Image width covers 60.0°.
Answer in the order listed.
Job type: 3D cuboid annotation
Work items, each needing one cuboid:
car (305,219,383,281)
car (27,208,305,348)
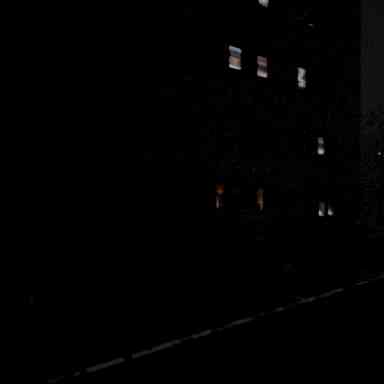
[{"bbox_3d":[4.178,1.509,9.690,4.313,1.339,1.947,0,1,-36],"label":"car"},{"bbox_3d":[-0.354,1.293,6.451,5.009,1.841,2.192,0,1,-36],"label":"car"}]
